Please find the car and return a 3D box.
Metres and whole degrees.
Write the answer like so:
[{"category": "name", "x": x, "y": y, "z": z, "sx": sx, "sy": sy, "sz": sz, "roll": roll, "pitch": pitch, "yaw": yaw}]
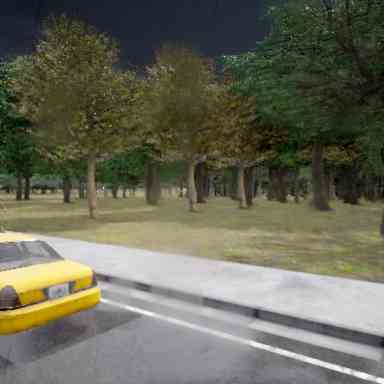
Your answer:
[{"category": "car", "x": -4.071, "y": 1.441, "z": 6.465, "sx": 5.366, "sy": 1.575, "sz": 1.801, "roll": 0, "pitch": 0, "yaw": 35}]
